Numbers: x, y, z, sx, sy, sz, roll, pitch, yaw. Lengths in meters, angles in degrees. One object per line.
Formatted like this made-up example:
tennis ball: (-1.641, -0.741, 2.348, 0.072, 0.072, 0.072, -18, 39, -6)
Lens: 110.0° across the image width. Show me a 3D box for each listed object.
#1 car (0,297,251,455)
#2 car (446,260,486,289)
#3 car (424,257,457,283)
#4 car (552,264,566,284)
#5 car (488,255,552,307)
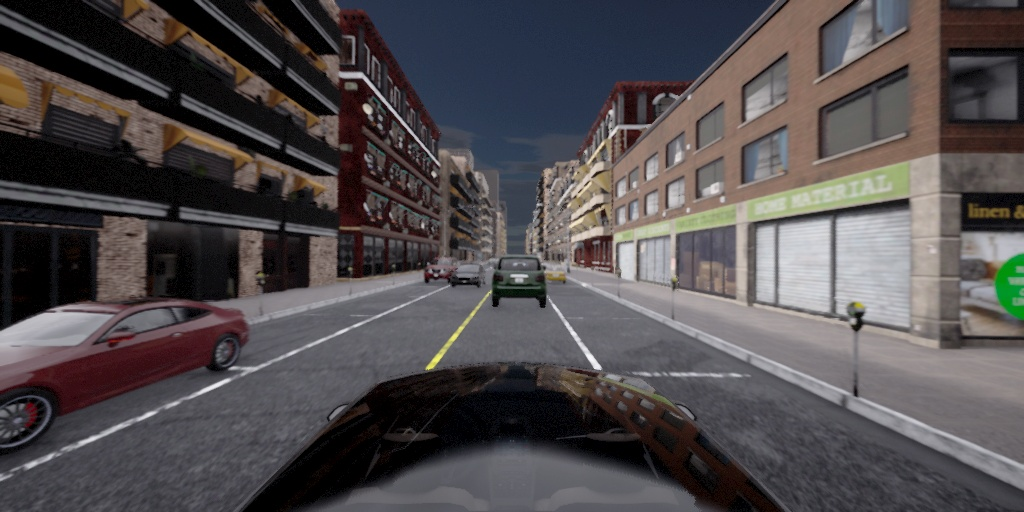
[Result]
car: (-5.678, 1.286, 4.976, 1.802, 1.307, 4.207, 0, 0, 1)
car: (-2.736, 1.238, 23.303, 1.837, 1.490, 4.892, 0, 0, 1)
car: (-5.263, 1.027, 27.518, 2.192, 1.841, 5.009, 0, 0, 1)
car: (3.118, 1.308, 27.530, 1.751, 1.417, 4.829, 0, 0, 1)
car: (0.332, 0.978, 15.734, 2.150, 2.045, 5.566, 0, 0, 1)
